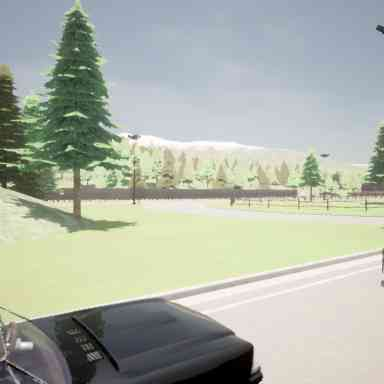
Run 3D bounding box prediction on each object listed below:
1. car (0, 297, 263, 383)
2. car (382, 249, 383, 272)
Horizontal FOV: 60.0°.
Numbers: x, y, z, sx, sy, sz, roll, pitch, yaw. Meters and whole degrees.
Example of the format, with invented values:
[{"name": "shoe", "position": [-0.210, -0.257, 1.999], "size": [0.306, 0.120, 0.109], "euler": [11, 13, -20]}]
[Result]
[{"name": "car", "position": [-1.670, 1.601, 2.559], "size": [4.718, 1.301, 1.895], "euler": [0, 0, -35]}, {"name": "car", "position": [6.860, 1.507, 8.704], "size": [4.892, 1.490, 1.837], "euler": [-1, 0, -35]}]
